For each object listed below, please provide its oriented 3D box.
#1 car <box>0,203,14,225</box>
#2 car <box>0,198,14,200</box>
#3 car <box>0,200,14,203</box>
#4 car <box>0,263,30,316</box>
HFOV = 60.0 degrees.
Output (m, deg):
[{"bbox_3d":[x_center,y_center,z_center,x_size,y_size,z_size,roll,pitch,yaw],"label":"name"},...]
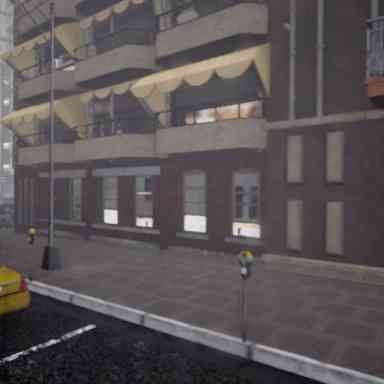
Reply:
[{"bbox_3d":[-15.134,1.796,24.907,1.994,1.385,4.181,1,0,35],"label":"car"},{"bbox_3d":[-17.903,1.516,31.078,2.192,1.841,5.009,0,0,36],"label":"car"},{"bbox_3d":[-16.036,1.746,29.221,1.812,1.442,4.674,1,0,34],"label":"car"},{"bbox_3d":[-5.050,1.566,6.467,4.829,1.417,1.752,0,1,36],"label":"car"}]
